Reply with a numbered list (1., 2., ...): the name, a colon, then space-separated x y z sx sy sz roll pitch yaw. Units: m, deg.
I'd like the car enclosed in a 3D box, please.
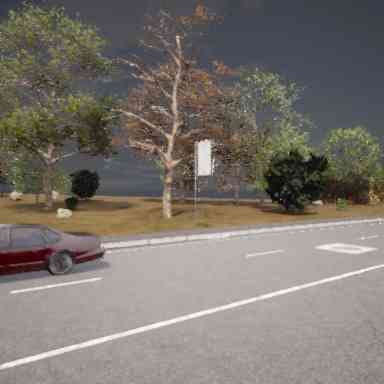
1. car: -5.096 1.548 8.845 5.357 1.411 2.033 0 0 -35
